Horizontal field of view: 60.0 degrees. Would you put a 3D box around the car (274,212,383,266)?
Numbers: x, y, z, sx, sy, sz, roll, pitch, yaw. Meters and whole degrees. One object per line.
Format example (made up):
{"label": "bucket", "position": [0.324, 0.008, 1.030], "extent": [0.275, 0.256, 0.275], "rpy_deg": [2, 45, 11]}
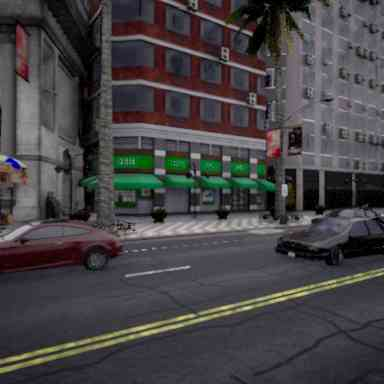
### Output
{"label": "car", "position": [5.502, 1.621, 11.858], "extent": [5.357, 1.411, 2.033], "rpy_deg": [0, 0, -29]}

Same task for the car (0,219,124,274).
{"label": "car", "position": [-4.279, 1.534, 9.495], "extent": [4.674, 1.442, 1.812], "rpy_deg": [0, 0, -34]}

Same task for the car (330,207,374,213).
{"label": "car", "position": [8.441, 1.590, 17.875], "extent": [5.008, 1.535, 1.882], "rpy_deg": [1, 0, -32]}
